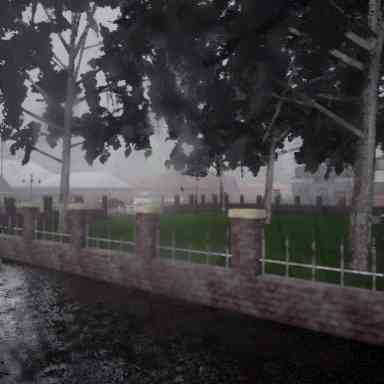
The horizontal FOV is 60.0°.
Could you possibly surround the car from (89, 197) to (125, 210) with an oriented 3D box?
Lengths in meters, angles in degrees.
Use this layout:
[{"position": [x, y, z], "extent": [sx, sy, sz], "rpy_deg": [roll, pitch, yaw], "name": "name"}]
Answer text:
[{"position": [-10.540, 1.440, 40.941], "extent": [1.882, 1.535, 5.008], "rpy_deg": [0, 0, 36], "name": "car"}]
